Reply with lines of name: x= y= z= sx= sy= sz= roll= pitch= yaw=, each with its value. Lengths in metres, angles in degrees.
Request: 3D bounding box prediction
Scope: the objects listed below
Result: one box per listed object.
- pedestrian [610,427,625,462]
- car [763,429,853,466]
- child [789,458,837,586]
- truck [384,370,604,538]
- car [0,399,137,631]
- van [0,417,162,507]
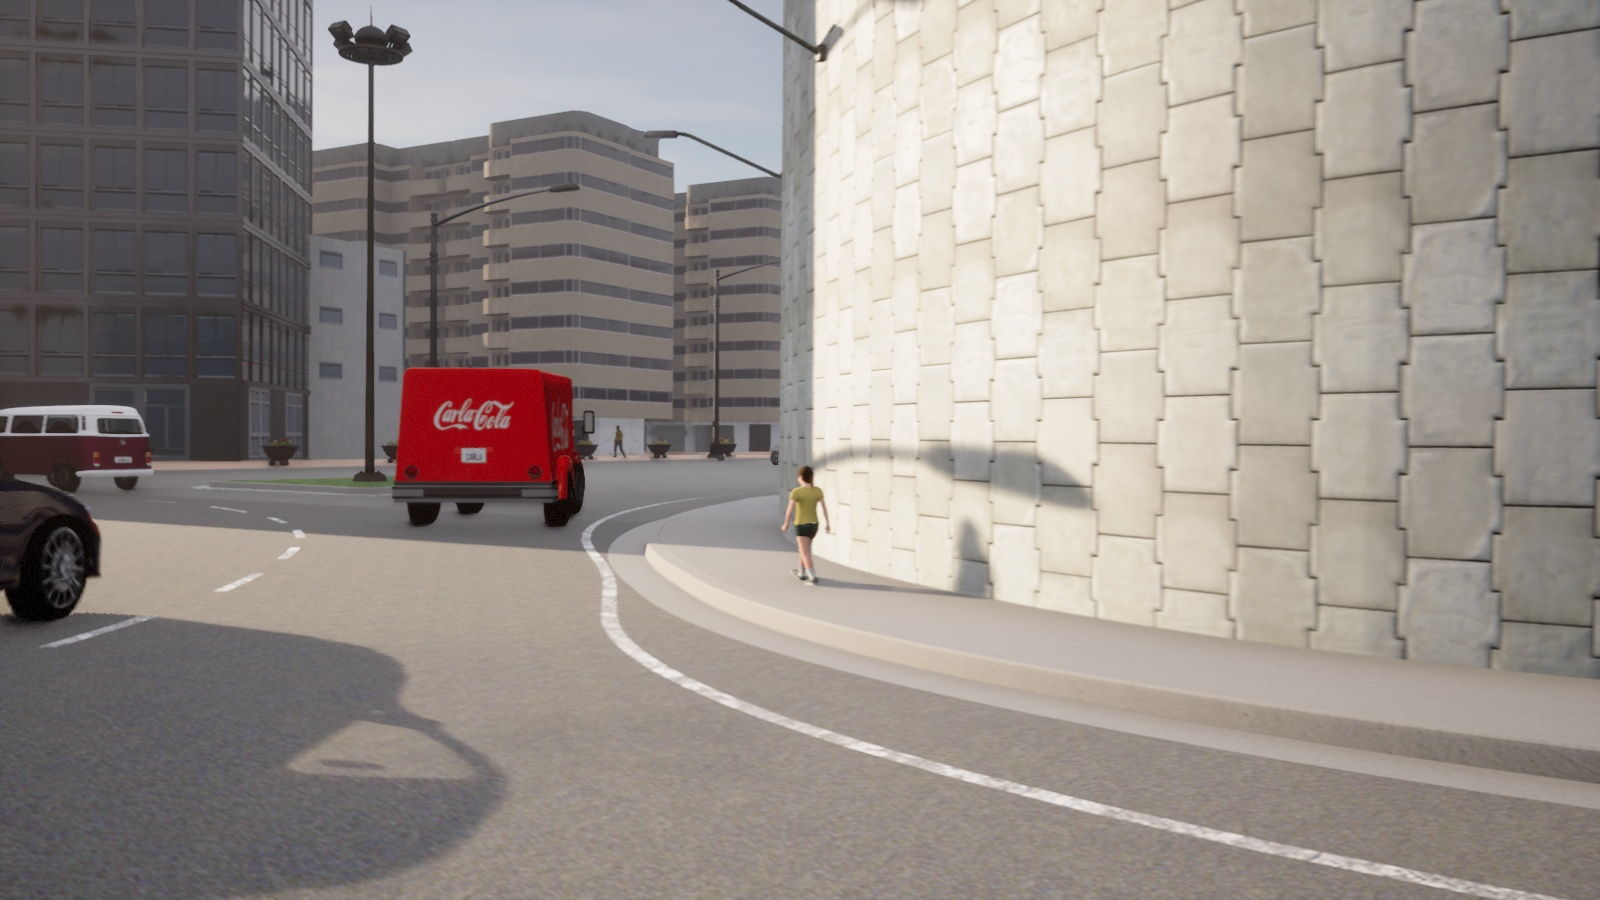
pedestrian: x=-9.727 y=-0.303 z=66.837 sx=0.370 sy=1.835 sz=0.726 roll=0 pitch=1 yaw=33
car: x=0.410 y=-0.156 z=60.021 sx=2.242 sy=1.667 sz=4.611 roll=0 pitch=1 yaw=31
child: x=0.115 y=0.629 z=11.228 sx=0.255 sy=1.110 sz=0.394 roll=-1 pitch=1 yaw=-31
truck: x=-4.964 y=0.035 z=21.325 sx=2.627 sy=2.467 sz=5.204 roll=-1 pitch=1 yaw=-3
car: x=-6.833 y=0.480 z=8.075 sx=2.152 sy=1.651 sz=5.027 roll=0 pitch=1 yaw=5
van: x=-17.842 y=0.266 z=30.246 sx=4.480 sy=2.038 sz=2.069 roll=0 pitch=0 yaw=25
